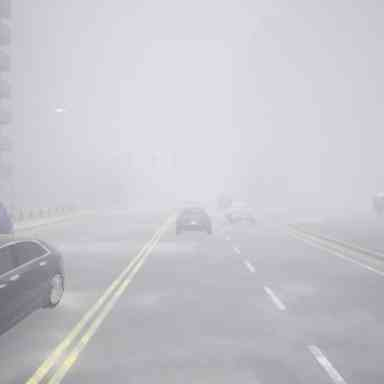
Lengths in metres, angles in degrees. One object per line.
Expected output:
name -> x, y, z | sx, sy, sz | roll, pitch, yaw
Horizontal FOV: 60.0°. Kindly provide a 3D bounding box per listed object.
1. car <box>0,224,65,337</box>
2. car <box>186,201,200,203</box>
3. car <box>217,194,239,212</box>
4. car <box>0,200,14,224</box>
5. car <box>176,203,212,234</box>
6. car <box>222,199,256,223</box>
car -> -3.559, 1.508, 5.100 | 1.837, 1.490, 4.892 | 0, -1, 0
car -> 0.082, 1.606, 36.251 | 1.895, 1.301, 4.718 | 0, 0, 0
car -> 4.276, 1.215, 39.509 | 2.150, 2.045, 5.566 | 0, 1, 11
car -> -7.029, 1.223, 8.897 | 2.150, 2.045, 5.566 | 0, 0, 1
car -> 0.094, 1.568, 19.330 | 1.994, 1.385, 4.181 | 0, 0, 0
car -> 3.590, 1.531, 25.125 | 1.812, 1.442, 4.674 | 0, 0, 0
